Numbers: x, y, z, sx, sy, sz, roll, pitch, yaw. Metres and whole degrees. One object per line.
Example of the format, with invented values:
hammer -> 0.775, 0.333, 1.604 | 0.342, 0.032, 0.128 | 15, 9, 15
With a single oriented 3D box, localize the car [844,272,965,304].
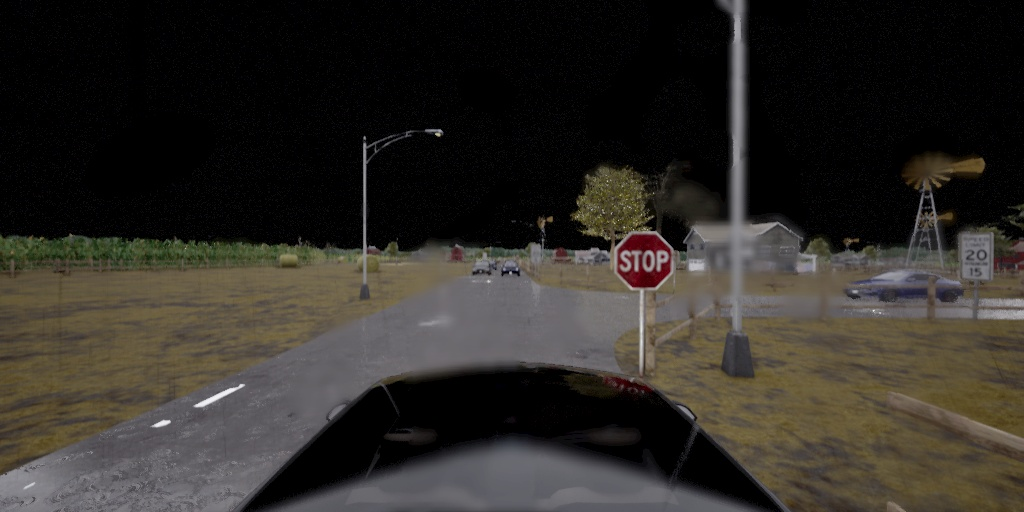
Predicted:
car -> 18.920, 1.484, 17.357 | 4.674, 1.442, 1.812 | 1, 1, -1

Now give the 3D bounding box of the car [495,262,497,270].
car -> -3.177, 1.389, 53.686 | 2.033, 1.411, 5.357 | 0, 0, 0

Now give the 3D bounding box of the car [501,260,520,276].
car -> -0.144, 1.355, 37.041 | 1.895, 1.301, 4.718 | 0, 0, 0

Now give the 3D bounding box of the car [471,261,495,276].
car -> -3.079, 1.259, 37.236 | 1.837, 1.490, 4.892 | 0, 0, 0
